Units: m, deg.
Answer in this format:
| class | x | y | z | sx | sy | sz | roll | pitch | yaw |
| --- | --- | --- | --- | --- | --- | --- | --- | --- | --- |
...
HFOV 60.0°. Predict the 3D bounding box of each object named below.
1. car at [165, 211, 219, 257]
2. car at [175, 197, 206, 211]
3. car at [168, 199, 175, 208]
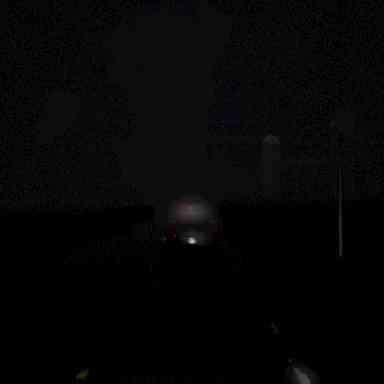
| class | x | y | z | sx | sy | sz | roll | pitch | yaw |
| --- | --- | --- | --- | --- | --- | --- | --- | --- | --- |
| car | 0.023 | 1.673 | 13.500 | 1.994 | 1.385 | 4.181 | 0 | 0 | 0 |
| car | 0.004 | 1.375 | 27.566 | 2.150 | 2.045 | 5.566 | 0 | 0 | 0 |
| car | -2.787 | 1.860 | 54.625 | 1.994 | 1.385 | 4.181 | 0 | 0 | 0 |
